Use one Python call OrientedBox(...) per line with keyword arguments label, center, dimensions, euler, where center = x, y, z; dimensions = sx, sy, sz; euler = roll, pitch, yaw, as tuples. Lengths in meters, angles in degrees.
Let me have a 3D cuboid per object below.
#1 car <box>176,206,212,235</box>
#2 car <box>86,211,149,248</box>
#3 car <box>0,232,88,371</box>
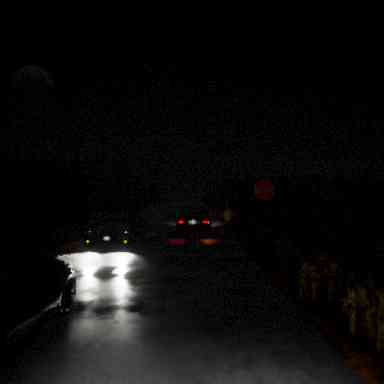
OrientedBox(label="car", center=(0.114, 1.480, 18.420), dimensions=(2.033, 1.411, 5.357), euler=(0, 0, 1))
OrientedBox(label="car", center=(-3.123, 1.523, 14.401), dimensions=(1.994, 1.385, 4.181), euler=(0, 0, 2))
OrientedBox(label="car", center=(-3.188, 1.561, 4.706), dimensions=(1.994, 1.385, 4.181), euler=(0, 0, 0))
